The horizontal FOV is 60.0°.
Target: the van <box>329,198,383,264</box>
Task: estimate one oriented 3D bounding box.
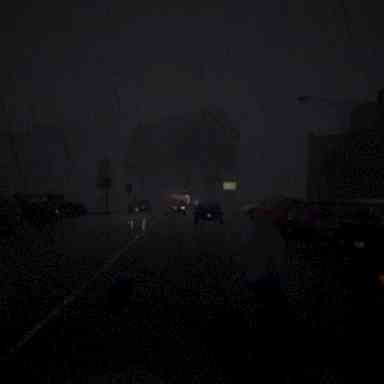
[{"bbox_3d":[6.511,1.164,9.645,4.442,1.987,1.878,1,0,-20],"label":"van"}]

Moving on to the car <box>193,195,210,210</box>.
[{"bbox_3d":[1.101,1.155,38.921,1.812,1.442,4.674,0,2,0],"label":"car"}]

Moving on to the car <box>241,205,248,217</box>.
[{"bbox_3d":[6.295,1.294,24.336,4.792,1.488,2.163,1,1,-20],"label":"car"}]

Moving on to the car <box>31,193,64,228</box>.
[{"bbox_3d":[-10.812,1.090,19.640,5.566,2.045,2.435,-1,0,-18],"label":"car"}]

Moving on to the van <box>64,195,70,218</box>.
[{"bbox_3d":[-10.863,1.093,22.585,4.442,1.987,1.878,-1,1,-18],"label":"van"}]

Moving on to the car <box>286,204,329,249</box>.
[{"bbox_3d":[6.393,1.364,12.548,5.008,1.535,2.097,1,1,-20],"label":"car"}]

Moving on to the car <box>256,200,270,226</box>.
[{"bbox_3d":[6.383,1.344,18.461,4.792,1.488,2.163,1,0,-20],"label":"car"}]

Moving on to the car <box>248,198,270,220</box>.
[{"bbox_3d":[6.311,1.164,21.390,4.553,1.767,2.185,1,0,-20],"label":"car"}]

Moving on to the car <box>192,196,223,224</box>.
[{"bbox_3d":[1.121,1.284,23.171,1.882,1.535,5.008,0,1,2],"label":"car"}]

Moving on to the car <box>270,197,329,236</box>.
[{"bbox_3d":[6.344,1.213,15.490,4.553,1.767,2.185,1,0,-20],"label":"car"}]

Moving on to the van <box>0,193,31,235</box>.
[{"bbox_3d":[-10.813,1.138,16.670,4.442,1.987,1.878,-1,0,-18],"label":"van"}]

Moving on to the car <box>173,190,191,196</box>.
[{"bbox_3d":[-1.410,0.678,43.877,2.150,2.045,5.566,0,3,1],"label":"car"}]

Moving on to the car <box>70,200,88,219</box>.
[{"bbox_3d":[-10.661,1.293,25.623,5.008,1.535,2.097,-1,1,-18],"label":"car"}]

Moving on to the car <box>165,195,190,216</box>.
[{"bbox_3d":[-1.386,1.303,29.542,2.033,1.411,5.357,0,0,0],"label":"car"}]

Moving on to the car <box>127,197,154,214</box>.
[{"bbox_3d":[-4.743,1.237,31.103,2.128,1.511,4.902,0,0,1],"label":"car"}]

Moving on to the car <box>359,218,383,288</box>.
[{"bbox_3d":[6.231,1.409,6.604,5.366,1.575,1.946,1,1,-20],"label":"car"}]

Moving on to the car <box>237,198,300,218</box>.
[{"bbox_3d":[6.302,1.280,27.299,4.674,1.452,2.002,1,1,-20],"label":"car"}]
